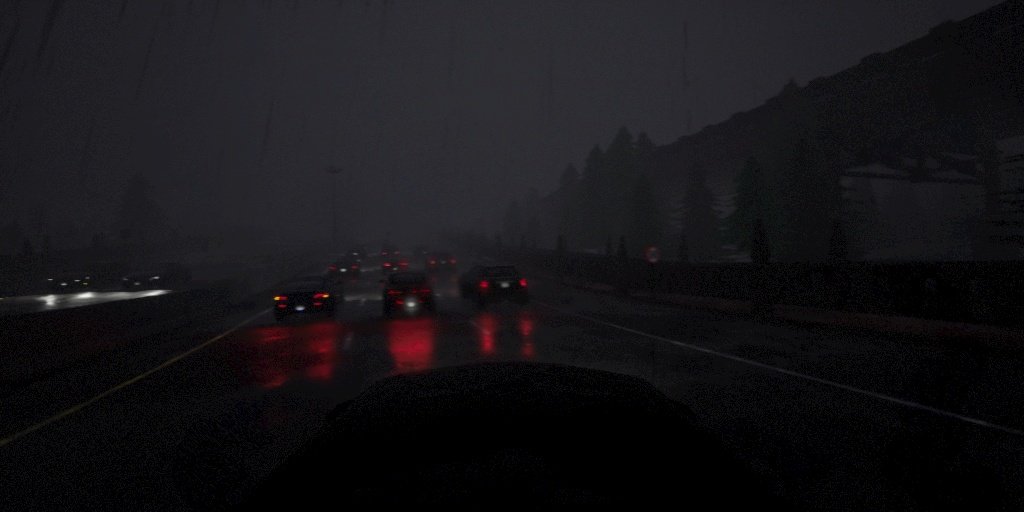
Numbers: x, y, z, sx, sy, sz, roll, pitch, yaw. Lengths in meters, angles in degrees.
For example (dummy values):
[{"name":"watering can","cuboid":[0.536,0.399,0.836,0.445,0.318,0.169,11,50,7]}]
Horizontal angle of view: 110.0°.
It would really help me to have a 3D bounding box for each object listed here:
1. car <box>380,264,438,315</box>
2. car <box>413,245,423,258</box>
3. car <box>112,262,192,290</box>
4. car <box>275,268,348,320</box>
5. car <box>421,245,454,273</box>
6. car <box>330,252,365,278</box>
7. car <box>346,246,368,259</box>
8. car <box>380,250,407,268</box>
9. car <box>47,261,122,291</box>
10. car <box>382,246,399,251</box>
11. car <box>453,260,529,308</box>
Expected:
[{"name":"car","cuboid":[-4.286,1.352,14.655,1.837,1.490,4.892,-2,2,-19]},{"name":"car","cuboid":[-10.203,-0.617,41.081,1.994,1.385,4.181,-2,6,-19]},{"name":"car","cuboid":[-22.194,1.129,22.645,1.812,1.442,4.674,-2,5,-19]},{"name":"car","cuboid":[-7.764,1.463,13.987,1.812,1.442,4.674,-2,2,-19]},{"name":"car","cuboid":[-5.990,0.359,29.564,2.097,1.767,4.553,-2,5,-19]},{"name":"car","cuboid":[-12.492,0.796,26.993,1.994,1.385,4.181,-2,5,-19]},{"name":"car","cuboid":[-16.846,-0.431,38.880,1.994,1.385,4.181,-2,6,-19]},{"name":"car","cuboid":[-9.407,0.603,28.753,1.812,1.442,4.674,-2,5,-19]},{"name":"car","cuboid":[-25.752,1.150,22.206,1.837,1.490,4.892,-2,5,-19]},{"name":"car","cuboid":[-13.500,-0.479,39.908,1.895,1.301,4.718,-2,6,-19]},{"name":"car","cuboid":[-0.969,1.096,15.755,2.097,1.767,4.553,-2,2,-20]}]
